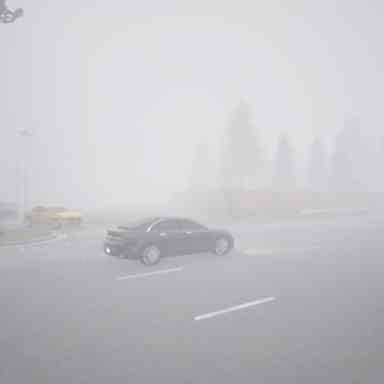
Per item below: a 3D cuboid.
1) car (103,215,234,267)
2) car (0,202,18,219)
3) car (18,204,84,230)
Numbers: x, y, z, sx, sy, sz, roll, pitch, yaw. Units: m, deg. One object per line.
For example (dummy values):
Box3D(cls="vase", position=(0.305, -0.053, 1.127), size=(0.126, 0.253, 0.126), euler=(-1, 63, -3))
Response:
Box3D(cls="car", position=(-0.650, 1.575, 11.797), size=(4.892, 1.490, 1.837), euler=(0, 0, -36))
Box3D(cls="car", position=(-17.304, 1.686, 31.116), size=(1.882, 1.535, 5.008), euler=(0, 0, -27))
Box3D(cls="car", position=(-9.436, 1.625, 22.643), size=(5.008, 1.535, 1.882), euler=(0, 0, 35))
